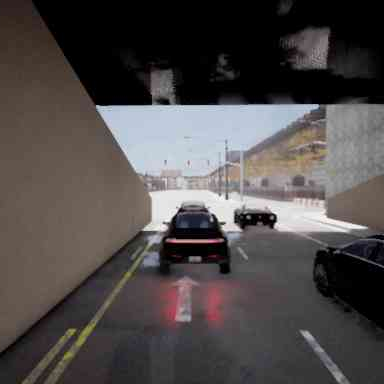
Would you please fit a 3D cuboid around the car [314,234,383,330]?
[{"bbox_3d":[3.567,1.421,5.389,2.128,1.511,4.902,0,1,0],"label":"car"}]

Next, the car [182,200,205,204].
[{"bbox_3d":[0.066,1.253,19.437,1.837,1.490,4.892,0,1,0],"label":"car"}]

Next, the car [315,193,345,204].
[{"bbox_3d":[17.502,0.751,42.012,1.853,1.218,4.536,1,1,45],"label":"car"}]

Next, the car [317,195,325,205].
[{"bbox_3d":[17.466,0.909,41.977,2.038,1.542,4.974,1,1,45],"label":"car"}]

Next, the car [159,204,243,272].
[{"bbox_3d":[0.074,1.356,10.317,2.128,1.511,4.902,0,1,0],"label":"car"}]

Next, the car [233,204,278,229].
[{"bbox_3d":[3.566,1.345,19.680,1.895,1.301,4.718,0,1,0],"label":"car"}]
